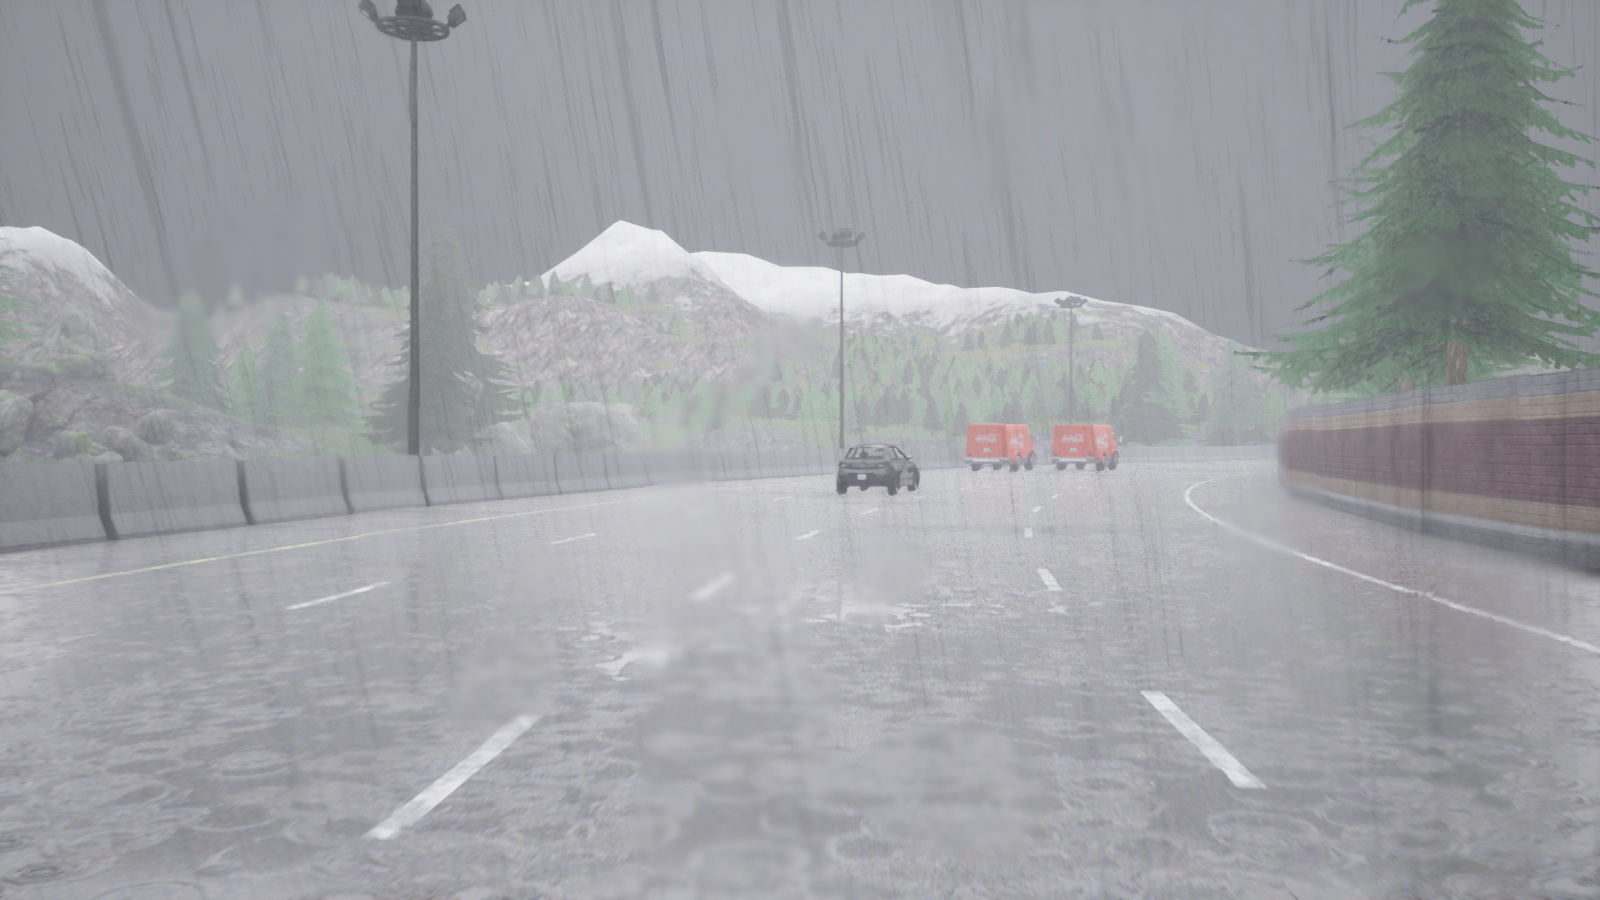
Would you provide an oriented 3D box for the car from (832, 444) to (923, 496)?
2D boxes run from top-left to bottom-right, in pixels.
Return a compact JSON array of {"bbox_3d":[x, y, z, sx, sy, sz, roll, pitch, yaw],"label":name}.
[{"bbox_3d":[2.373,0.552,37.432,1.816,1.474,4.193,0,0,17],"label":"car"}]

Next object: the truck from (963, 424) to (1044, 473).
[{"bbox_3d":[10.803,-0.101,66.336,2.627,2.467,5.204,0,0,29],"label":"truck"}]

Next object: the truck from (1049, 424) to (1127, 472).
[{"bbox_3d":[15.562,-0.102,67.613,2.627,2.467,5.204,0,0,31],"label":"truck"}]
